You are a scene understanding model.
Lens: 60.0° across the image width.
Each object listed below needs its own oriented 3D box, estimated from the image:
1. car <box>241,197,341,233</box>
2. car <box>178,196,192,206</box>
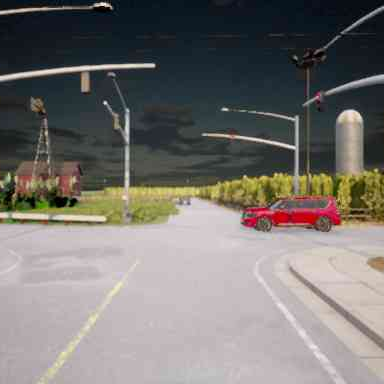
[{"bbox_3d":[5.694,1.303,19.307,5.566,2.045,2.150,0,0,-1],"label":"car"},{"bbox_3d":[-1.134,1.453,52.391,2.128,1.511,4.902,0,0,-2],"label":"car"}]
